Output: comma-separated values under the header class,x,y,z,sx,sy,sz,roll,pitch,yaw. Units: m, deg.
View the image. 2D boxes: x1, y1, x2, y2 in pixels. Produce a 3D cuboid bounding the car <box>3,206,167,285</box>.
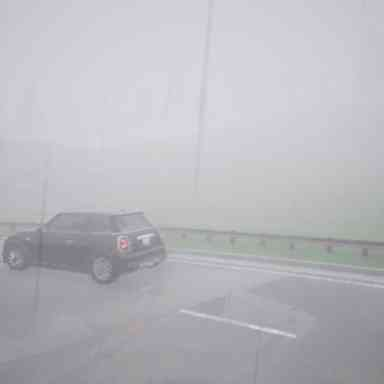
class,x,y,z,sx,sy,sz,roll,pitch,yaw
car,-3.042,1.248,9.242,4.553,1.767,2.097,0,1,27
